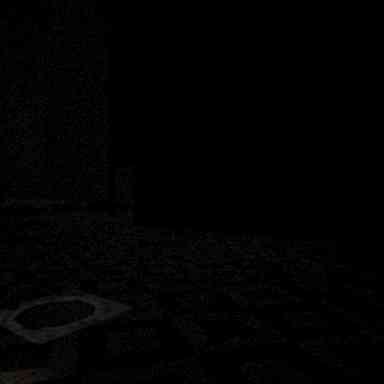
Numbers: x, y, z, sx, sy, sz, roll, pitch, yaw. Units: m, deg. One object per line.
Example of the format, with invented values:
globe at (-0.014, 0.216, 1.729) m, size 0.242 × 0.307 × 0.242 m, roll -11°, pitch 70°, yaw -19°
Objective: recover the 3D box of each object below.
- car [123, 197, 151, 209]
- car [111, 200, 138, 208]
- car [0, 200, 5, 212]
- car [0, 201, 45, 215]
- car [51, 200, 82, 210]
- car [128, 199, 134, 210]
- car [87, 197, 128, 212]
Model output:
car at (-9.202, 1.826, 56.179) m, size 2.097 × 1.767 × 4.553 m, roll 0°, pitch -1°, yaw 36°
car at (-11.631, 2.005, 57.459) m, size 2.008 × 1.369 × 4.403 m, roll -1°, pitch -1°, yaw 36°
car at (-24.745, 1.637, 39.087) m, size 2.008 × 1.369 × 4.403 m, roll -1°, pitch -1°, yaw 36°
car at (-17.713, 1.660, 34.266) m, size 1.752 × 1.417 × 4.829 m, roll -1°, pitch -1°, yaw 36°
car at (-18.188, 1.811, 48.273) m, size 1.887 × 1.381 × 4.507 m, roll -1°, pitch -1°, yaw 36°
car at (-7.976, 1.950, 47.908) m, size 1.887 × 1.381 × 4.507 m, roll -1°, pitch -1°, yaw 36°
car at (-11.254, 1.627, 43.319) m, size 2.192 × 1.841 × 5.009 m, roll -1°, pitch -1°, yaw 36°
